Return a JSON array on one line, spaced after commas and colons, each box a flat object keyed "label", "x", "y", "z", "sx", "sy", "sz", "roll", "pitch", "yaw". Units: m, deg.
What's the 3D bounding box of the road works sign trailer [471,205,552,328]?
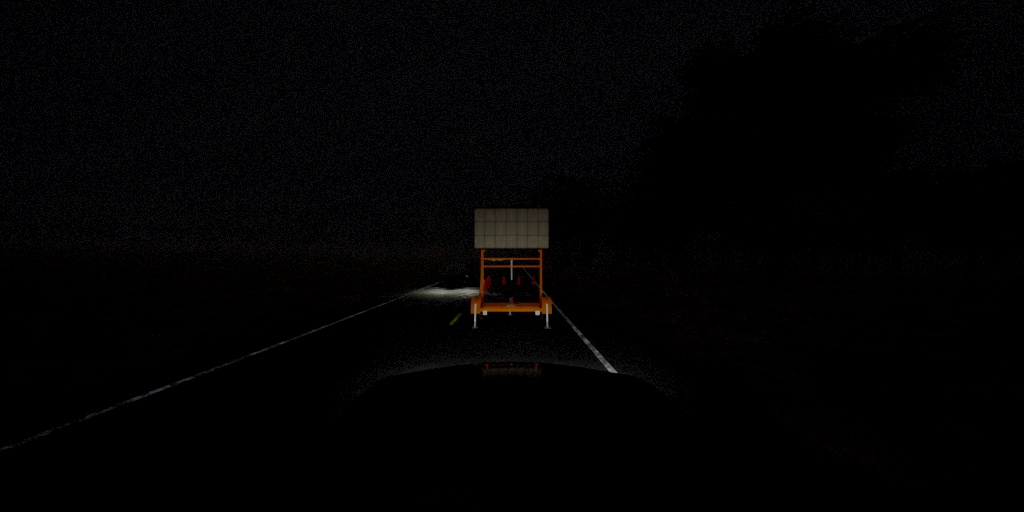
[{"label": "road works sign trailer", "x": -0.011, "y": 0.203, "z": 11.284, "sx": 2.380, "sy": 3.560, "sz": 2.880, "roll": 0, "pitch": 0, "yaw": 0}]

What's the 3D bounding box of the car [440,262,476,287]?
[{"label": "car", "x": -3.552, "y": 1.160, "z": 24.063, "sx": 1.882, "sy": 1.535, "sz": 5.008, "roll": 0, "pitch": 0, "yaw": 0}]
